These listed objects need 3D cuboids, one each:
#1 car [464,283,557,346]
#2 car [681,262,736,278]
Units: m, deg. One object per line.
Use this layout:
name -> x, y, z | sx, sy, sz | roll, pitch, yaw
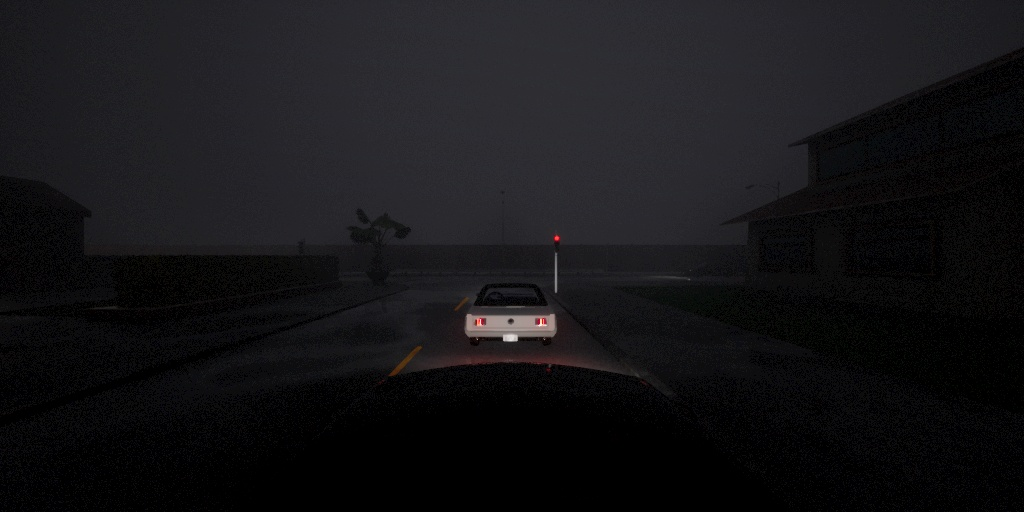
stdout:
car -> -0.026, 1.351, 9.400 | 1.895, 1.301, 4.718 | 0, 0, 0
car -> 18.244, 1.277, 33.291 | 4.674, 1.442, 1.812 | -1, 0, -1
